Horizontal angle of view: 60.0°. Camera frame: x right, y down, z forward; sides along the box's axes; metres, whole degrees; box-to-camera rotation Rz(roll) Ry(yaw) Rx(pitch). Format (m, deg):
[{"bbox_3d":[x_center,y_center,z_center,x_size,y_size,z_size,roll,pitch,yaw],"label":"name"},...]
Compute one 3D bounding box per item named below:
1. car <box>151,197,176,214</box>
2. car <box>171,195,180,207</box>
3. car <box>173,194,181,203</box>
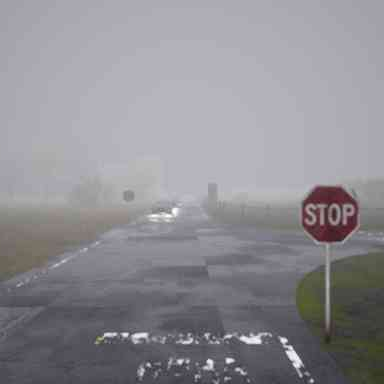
[{"bbox_3d":[-3.014,1.506,33.762,1.994,1.385,4.181,0,0,-1],"label":"car"},{"bbox_3d":[-3.162,1.530,47.905,1.895,1.301,4.718,0,0,0],"label":"car"},{"bbox_3d":[-3.269,1.269,65.535,2.097,1.767,4.553,0,0,-1],"label":"car"}]
